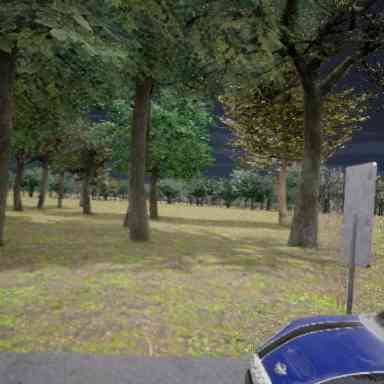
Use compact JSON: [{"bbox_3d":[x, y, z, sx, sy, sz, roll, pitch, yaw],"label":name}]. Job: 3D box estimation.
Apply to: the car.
[{"bbox_3d":[2.752,1.573,2.770,4.553,1.767,2.097,3,-2,-2],"label":"car"}]
